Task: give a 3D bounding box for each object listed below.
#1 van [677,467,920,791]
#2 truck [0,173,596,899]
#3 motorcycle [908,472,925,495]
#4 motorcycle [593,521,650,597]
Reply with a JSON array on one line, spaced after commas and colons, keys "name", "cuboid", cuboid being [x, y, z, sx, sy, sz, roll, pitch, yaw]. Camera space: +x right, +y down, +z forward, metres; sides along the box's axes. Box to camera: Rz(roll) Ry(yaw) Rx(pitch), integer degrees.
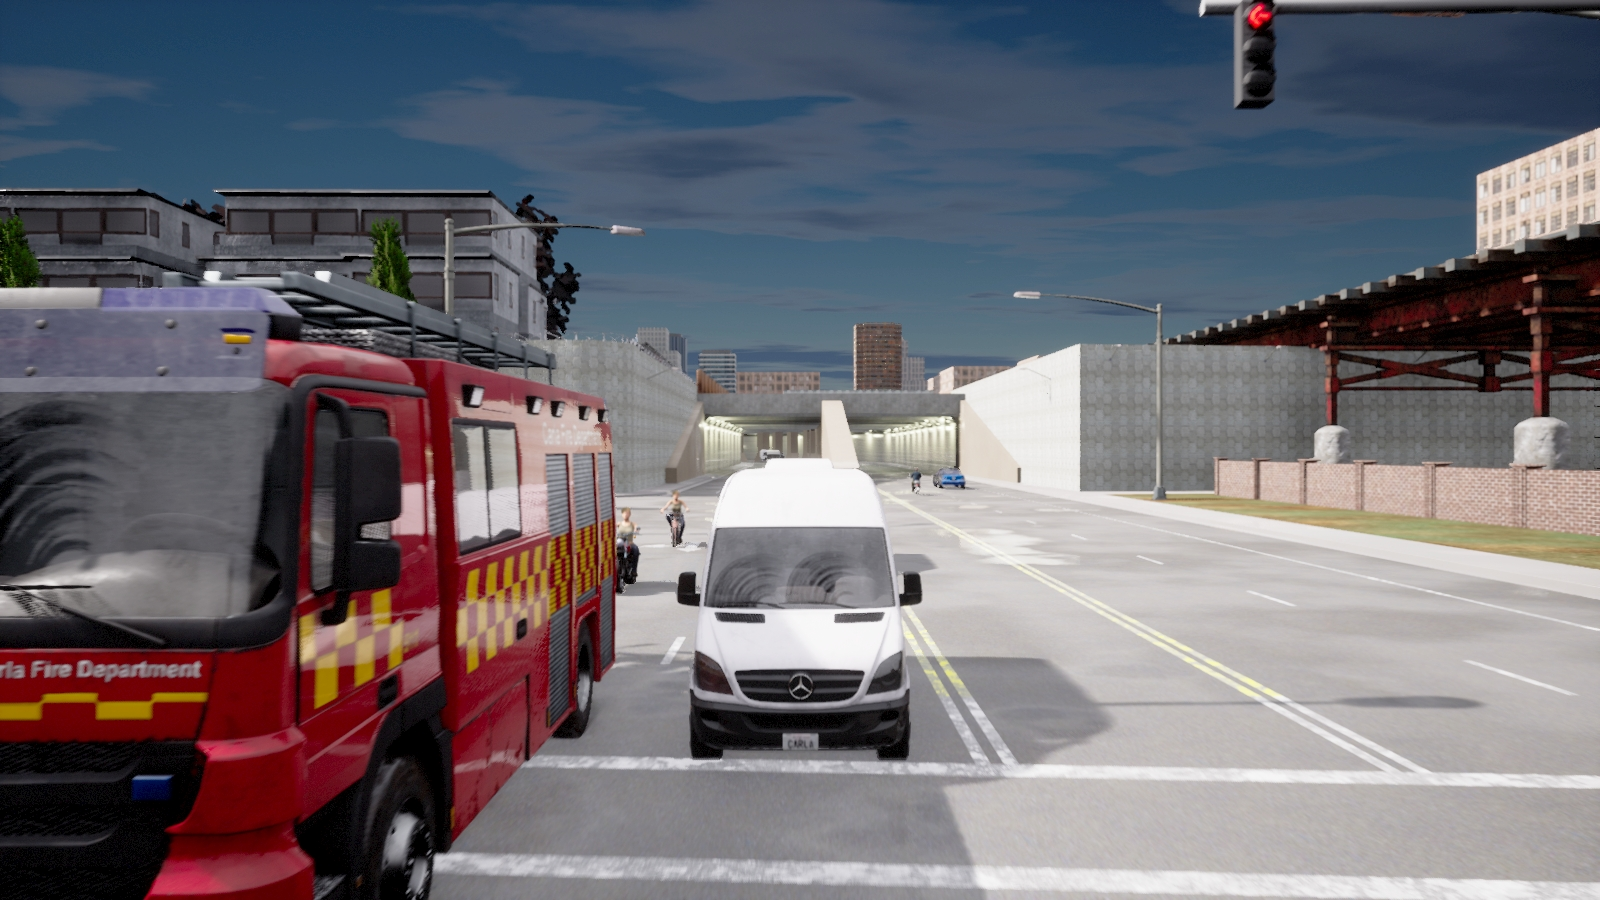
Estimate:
[{"name": "van", "cuboid": [-0.008, 1.512, 12.322, 1.988, 2.561, 5.915, 0, 0, 0]}, {"name": "truck", "cuboid": [-3.735, 0.876, 8.475, 2.891, 3.827, 8.468, 0, 0, 0]}, {"name": "motorcycle", "cuboid": [7.009, 2.014, 68.758, 0.856, 1.341, 1.805, 0, 0, 0]}, {"name": "motorcycle", "cuboid": [-3.511, 2.134, 22.707, 0.764, 1.277, 2.356, 0, 0, 0]}]
